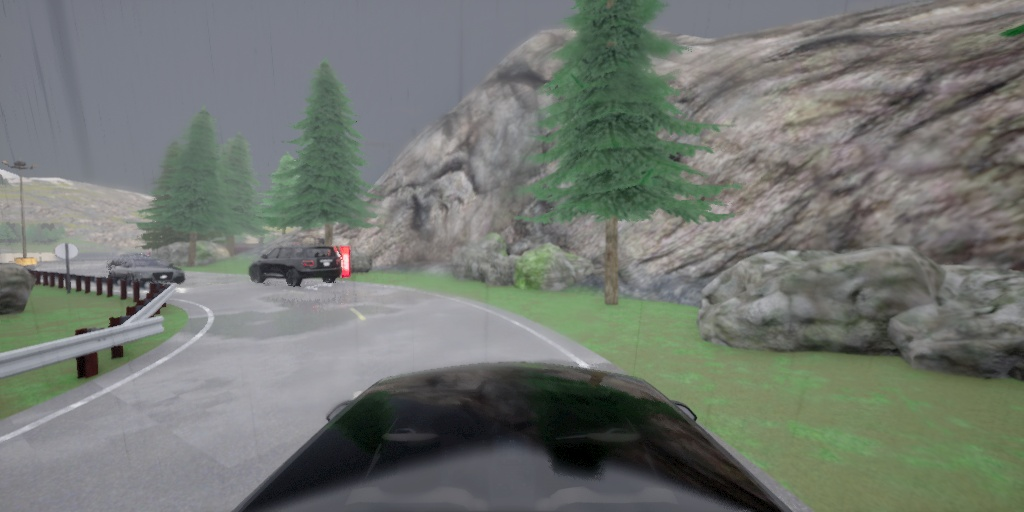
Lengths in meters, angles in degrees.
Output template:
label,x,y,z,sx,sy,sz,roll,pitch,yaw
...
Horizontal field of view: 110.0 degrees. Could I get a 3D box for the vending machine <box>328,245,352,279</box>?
label,x,y,z,sx,sy,sz,roll,pitch,yaw
vending machine,-10.816,0.316,22.586,0.880,2.100,1.100,0,0,27

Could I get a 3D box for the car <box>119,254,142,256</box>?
label,x,y,z,sx,sy,sz,roll,pitch,yaw
car,-31.424,0.559,29.601,5.357,1.411,2.033,1,2,29

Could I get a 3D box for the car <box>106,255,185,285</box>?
label,x,y,z,sx,sy,sz,roll,pitch,yaw
car,-19.354,0.855,19.014,4.181,1.385,1.994,1,2,28

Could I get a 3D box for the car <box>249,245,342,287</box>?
label,x,y,z,sx,sy,sz,roll,pitch,yaw
car,-11.516,0.463,19.045,5.566,2.045,2.150,1,2,29
